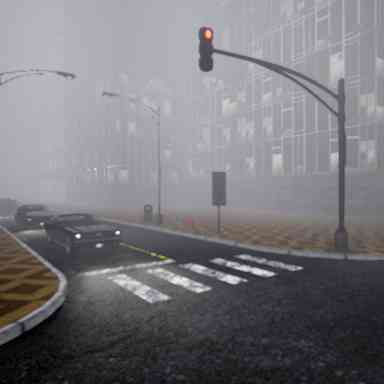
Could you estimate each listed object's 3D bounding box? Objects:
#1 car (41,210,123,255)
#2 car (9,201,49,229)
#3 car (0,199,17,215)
[{"bbox_3d":[-4.563,1.590,13.630,1.895,1.301,4.718,-1,1,-35],"label":"car"},{"bbox_3d":[-10.465,1.518,22.012,2.033,1.411,5.357,-1,1,-35],"label":"car"},{"bbox_3d":[-18.376,1.423,33.284,1.882,1.535,5.008,-1,0,-35],"label":"car"}]
